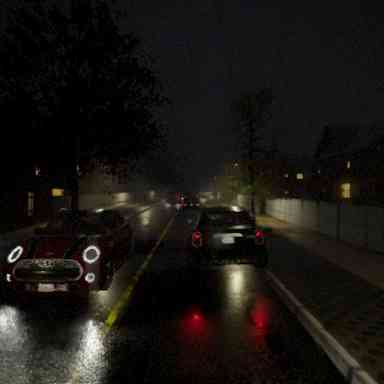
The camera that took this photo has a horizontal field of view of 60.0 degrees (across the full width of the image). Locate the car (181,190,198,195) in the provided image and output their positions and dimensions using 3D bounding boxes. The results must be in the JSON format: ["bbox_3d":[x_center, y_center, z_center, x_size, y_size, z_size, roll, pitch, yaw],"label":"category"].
[{"bbox_3d":[-0.090,0.787,47.023,2.150,2.045,5.566,0,0,0],"label":"car"}]

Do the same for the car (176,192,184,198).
[{"bbox_3d":[-2.965,0.774,83.387,1.837,1.490,4.892,0,0,0],"label":"car"}]

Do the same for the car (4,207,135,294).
[{"bbox_3d":[-2.872,1.267,8.760,2.097,1.767,4.553,0,1,0],"label":"car"}]

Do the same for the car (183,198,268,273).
[{"bbox_3d":[0.903,1.220,10.471,2.097,1.767,4.553,-2,0,0],"label":"car"}]

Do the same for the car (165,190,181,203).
[{"bbox_3d":[-2.965,0.739,53.041,2.150,2.045,5.566,0,0,0],"label":"car"}]

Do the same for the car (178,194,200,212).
[{"bbox_3d":[-0.036,1.232,33.809,2.033,1.411,5.357,0,1,0],"label":"car"}]
